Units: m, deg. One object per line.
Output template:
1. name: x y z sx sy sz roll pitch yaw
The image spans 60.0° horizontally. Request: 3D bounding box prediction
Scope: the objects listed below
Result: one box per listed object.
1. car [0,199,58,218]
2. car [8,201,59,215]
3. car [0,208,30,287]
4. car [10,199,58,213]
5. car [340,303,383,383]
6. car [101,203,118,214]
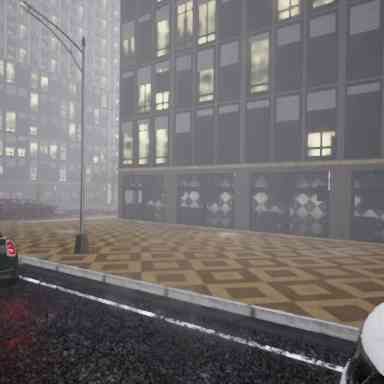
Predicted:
1. car: -15.199 1.514 30.221 2.192 1.841 5.009 1 0 36
2. car: -17.498 1.740 36.860 1.895 1.301 4.718 1 0 36
3. car: -6.237 1.346 8.106 4.553 1.767 2.097 0 0 35
4. car: -18.712 1.636 39.590 1.752 1.417 4.829 1 0 36
5. car: 3.529 1.223 1.167 5.566 2.045 2.150 0 0 36
6. car: -8.417 1.825 39.444 1.752 1.417 4.829 1 0 36
